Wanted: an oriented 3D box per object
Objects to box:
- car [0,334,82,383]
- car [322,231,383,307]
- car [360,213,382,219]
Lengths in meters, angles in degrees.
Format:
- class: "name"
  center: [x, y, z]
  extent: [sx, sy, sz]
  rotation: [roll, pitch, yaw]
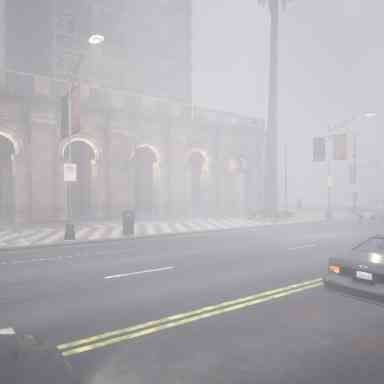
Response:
- class: "car"
  center: [-3.196, 1.547, 1.461]
  extent: [5.357, 1.411, 2.033]
  rotation: [0, 0, -36]
- class: "car"
  center: [5.139, 1.547, 7.440]
  extent: [5.357, 1.411, 2.033]
  rotation: [0, 0, -35]
- class: "car"
  center: [12.538, 1.243, 21.506]
  extent: [4.902, 1.511, 2.128]
  rotation: [0, 0, -36]
